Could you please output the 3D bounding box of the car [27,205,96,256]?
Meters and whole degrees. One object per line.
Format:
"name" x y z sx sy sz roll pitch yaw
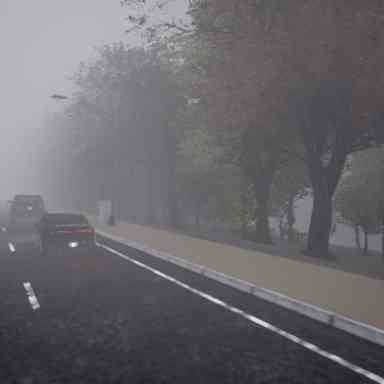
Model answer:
"car" -5.247 1.503 13.306 1.837 1.490 4.892 1 0 -31

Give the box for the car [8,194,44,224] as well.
"car" -12.486 1.195 25.122 2.150 2.045 5.566 1 0 -31
